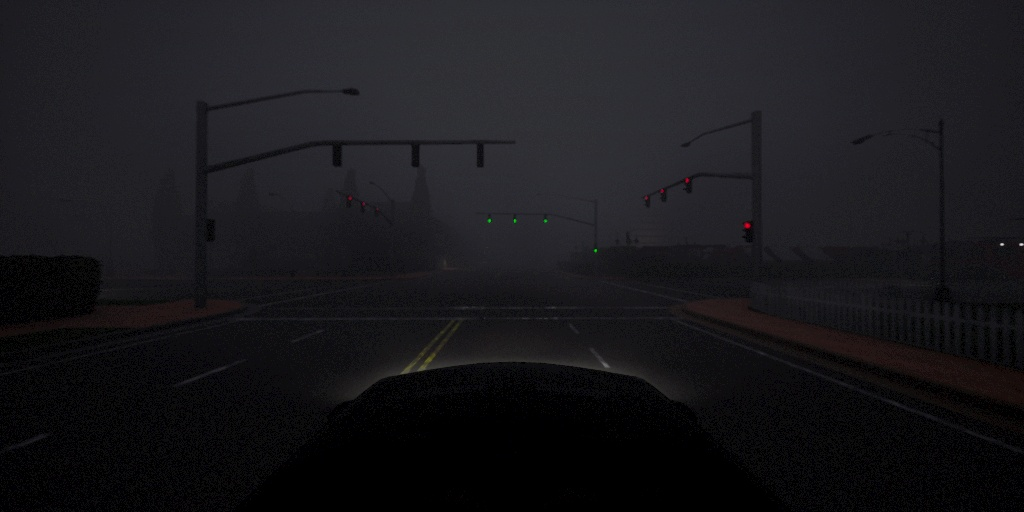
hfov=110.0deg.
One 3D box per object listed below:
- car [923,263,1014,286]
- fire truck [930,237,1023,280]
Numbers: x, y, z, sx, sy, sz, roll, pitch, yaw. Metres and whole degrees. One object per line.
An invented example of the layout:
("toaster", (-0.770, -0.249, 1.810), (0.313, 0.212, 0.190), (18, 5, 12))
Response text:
("car", (34.191, 1.458, 27.157), (4.892, 1.490, 1.837), (0, 0, -1))
("fire truck", (41.373, 0.317, 30.764), (8.468, 3.827, 2.891), (0, 0, -1))
